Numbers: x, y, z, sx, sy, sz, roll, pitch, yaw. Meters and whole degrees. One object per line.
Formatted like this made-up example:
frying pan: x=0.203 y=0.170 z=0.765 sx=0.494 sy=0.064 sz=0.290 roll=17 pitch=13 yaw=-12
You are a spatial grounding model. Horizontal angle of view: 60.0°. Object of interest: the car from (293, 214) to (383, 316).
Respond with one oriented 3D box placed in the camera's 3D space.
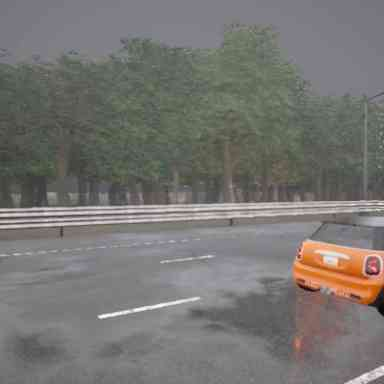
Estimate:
car: x=4.466 y=1.325 z=7.417 sx=4.553 sy=1.767 sz=2.097 roll=0 pitch=0 yaw=-31
